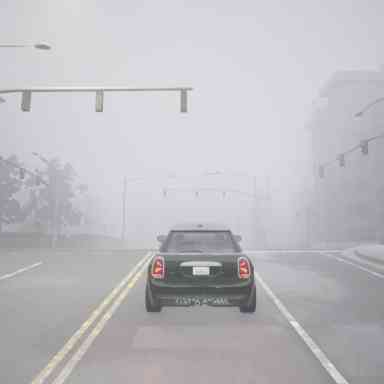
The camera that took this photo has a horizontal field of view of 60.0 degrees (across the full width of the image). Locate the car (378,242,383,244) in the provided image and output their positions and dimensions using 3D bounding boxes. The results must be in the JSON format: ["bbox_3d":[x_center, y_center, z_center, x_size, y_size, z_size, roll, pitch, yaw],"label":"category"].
[{"bbox_3d":[17.230,4.286,26.183,4.892,1.490,1.837,5,-10,1],"label":"car"}]

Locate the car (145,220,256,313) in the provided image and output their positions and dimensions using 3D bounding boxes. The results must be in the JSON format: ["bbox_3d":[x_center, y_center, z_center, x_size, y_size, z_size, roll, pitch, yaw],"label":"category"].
[{"bbox_3d":[0.180,1.489,8.147,2.097,1.767,4.553,0,-1,0],"label":"car"}]

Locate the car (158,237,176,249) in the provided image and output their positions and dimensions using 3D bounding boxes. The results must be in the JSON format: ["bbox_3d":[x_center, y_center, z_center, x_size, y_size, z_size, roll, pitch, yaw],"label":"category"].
[{"bbox_3d":[-3.058,6.507,42.313,1.837,1.490,4.892,0,-10,1],"label":"car"}]
